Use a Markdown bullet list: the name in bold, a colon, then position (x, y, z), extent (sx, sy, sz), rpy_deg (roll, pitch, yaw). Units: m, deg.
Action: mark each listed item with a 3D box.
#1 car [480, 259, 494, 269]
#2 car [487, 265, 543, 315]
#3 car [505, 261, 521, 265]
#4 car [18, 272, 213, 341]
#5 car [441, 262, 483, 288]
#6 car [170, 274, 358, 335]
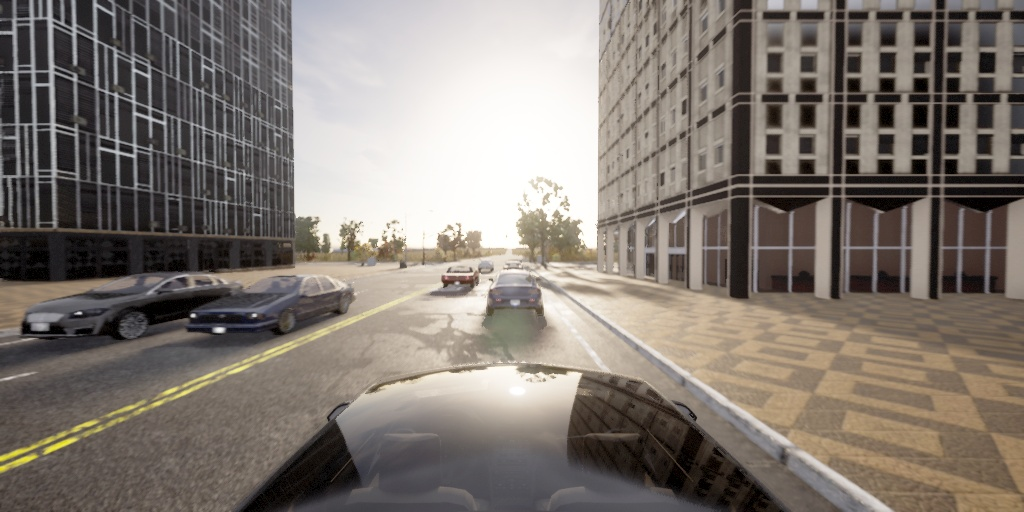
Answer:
- **car**: position (-3.153, 1.085, 43.675), extent (1.812, 1.442, 4.674), rpy_deg (0, 0, 0)
- **car**: position (0.099, 1.229, 13.146), extent (1.812, 1.442, 4.674), rpy_deg (0, 0, 0)
- **car**: position (0.098, 1.167, 31.835), extent (2.033, 1.411, 5.357), rpy_deg (0, 0, 0)
- **car**: position (-9.772, 1.210, 9.891), extent (2.128, 1.511, 4.902), rpy_deg (0, 0, 0)
- **car**: position (-3.152, 1.262, 22.830), extent (1.895, 1.301, 4.718), rpy_deg (0, 0, 0)
- **car**: position (-6.512, 1.261, 10.648), extent (2.033, 1.411, 5.357), rpy_deg (0, 0, 0)
